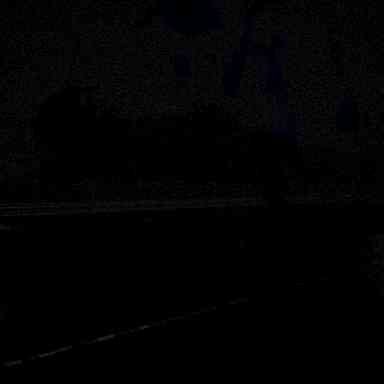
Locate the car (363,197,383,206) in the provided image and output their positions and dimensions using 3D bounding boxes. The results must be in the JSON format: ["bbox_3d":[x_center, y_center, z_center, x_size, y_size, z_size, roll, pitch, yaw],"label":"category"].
[{"bbox_3d":[21.636,1.197,36.815,5.357,1.411,2.033,-1,0,-36],"label":"car"}]

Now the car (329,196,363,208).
[{"bbox_3d":[18.205,1.211,38.659,5.357,1.411,2.033,-1,0,-36],"label":"car"}]
